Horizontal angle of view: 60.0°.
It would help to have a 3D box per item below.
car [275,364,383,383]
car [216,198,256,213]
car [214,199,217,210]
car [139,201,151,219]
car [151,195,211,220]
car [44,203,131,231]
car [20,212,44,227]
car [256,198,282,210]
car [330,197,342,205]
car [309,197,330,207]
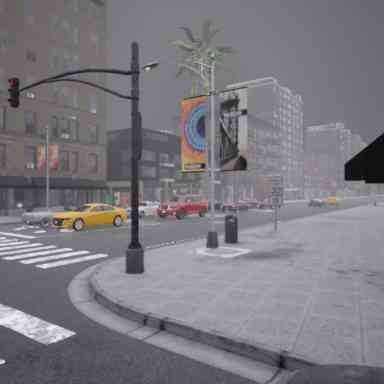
[{"bbox_3d":[2.244,1.551,1.246,4.403,1.369,2.008,0,0,36],"label":"car"},{"bbox_3d":[5.065,1.656,37.593,1.895,1.301,4.718,0,0,35],"label":"car"},{"bbox_3d":[1.816,1.527,38.630,1.882,1.535,5.008,0,0,35],"label":"car"},{"bbox_3d":[-4.099,1.555,30.255,1.812,1.442,4.674,0,0,35],"label":"car"},{"bbox_3d":[-0.707,1.257,29.431,2.150,2.045,5.566,0,0,35],"label":"car"},{"bbox_3d":[-6.438,1.496,21.303,1.882,1.535,5.008,0,0,35],"label":"car"},{"bbox_3d":[-9.200,1.615,23.045,1.895,1.301,4.718,0,0,35],"label":"car"},{"bbox_3d":[10.915,1.584,45.800,1.837,1.490,4.892,0,0,36],"label":"car"},{"bbox_3d":[26.460,1.623,61.914,1.882,1.535,5.008,0,0,35],"label":"car"},{"bbox_3d":[19.784,1.638,52.461,1.812,1.442,4.674,0,0,35],"label":"car"}]
